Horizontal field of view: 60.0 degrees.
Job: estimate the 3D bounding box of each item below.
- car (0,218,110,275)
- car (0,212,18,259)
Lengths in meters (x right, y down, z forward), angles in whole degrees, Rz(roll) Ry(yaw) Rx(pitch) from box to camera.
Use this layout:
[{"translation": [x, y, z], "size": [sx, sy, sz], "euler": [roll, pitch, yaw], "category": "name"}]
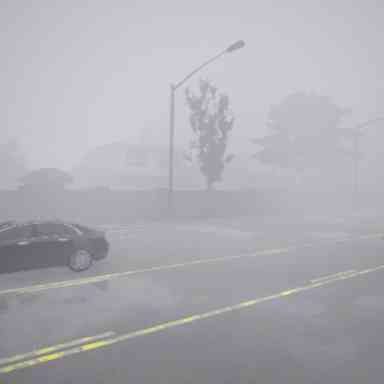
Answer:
[{"translation": [-4.749, 1.507, 9.203], "size": [4.892, 1.490, 1.837], "euler": [1, 0, -35], "category": "car"}, {"translation": [-8.546, 1.508, 10.795], "size": [4.892, 1.490, 1.837], "euler": [0, 0, -35], "category": "car"}]
